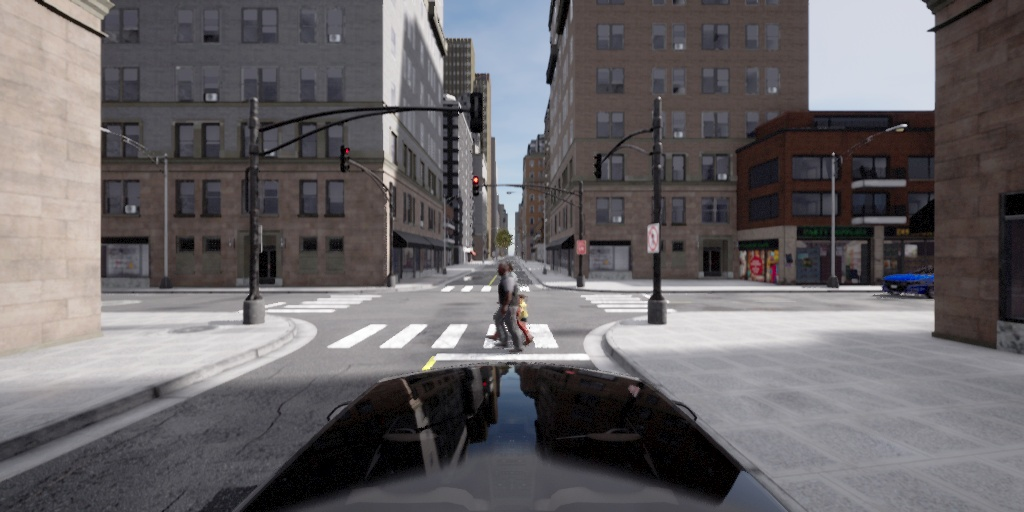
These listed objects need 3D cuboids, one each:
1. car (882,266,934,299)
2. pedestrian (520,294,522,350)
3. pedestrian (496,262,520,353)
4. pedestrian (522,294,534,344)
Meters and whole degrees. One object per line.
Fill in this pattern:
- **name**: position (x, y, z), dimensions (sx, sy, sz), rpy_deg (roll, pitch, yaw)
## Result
- **car**: position (20.241, 1.146, 16.654), dimensions (5.008, 1.535, 1.882), rpy_deg (0, 0, 0)
- **pedestrian**: position (-0.031, 1.022, 7.869), dimensions (0.375, 1.860, 0.375), rpy_deg (0, 0, 0)
- **pedestrian**: position (-0.078, 1.024, 7.233), dimensions (0.375, 1.860, 0.375), rpy_deg (0, 0, 0)
- **pedestrian**: position (0.295, 1.400, 8.471), dimensions (0.500, 1.100, 0.500), rpy_deg (0, 0, 0)
